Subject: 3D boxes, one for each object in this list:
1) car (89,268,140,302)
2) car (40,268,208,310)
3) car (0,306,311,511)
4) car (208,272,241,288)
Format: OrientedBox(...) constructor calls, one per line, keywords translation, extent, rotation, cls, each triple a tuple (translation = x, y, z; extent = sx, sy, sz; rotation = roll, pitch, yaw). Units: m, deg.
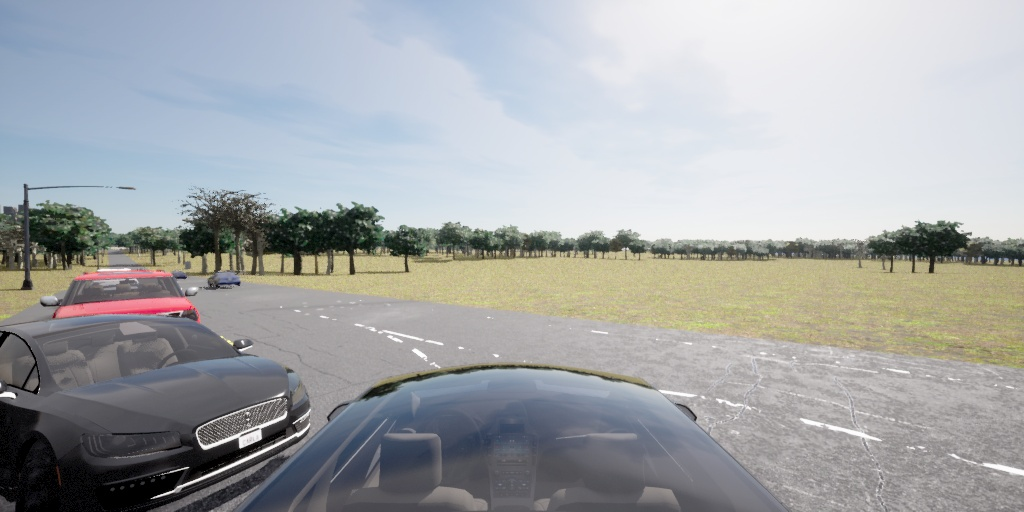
OrientedBox(translation=(-27.747, 1.890, 25.038), extent=(5.566, 2.045, 2.150), rotation=(-2, 0, 42), cls="car")
OrientedBox(translation=(-9.365, 1.386, 8.720), extent=(5.566, 2.045, 2.150), rotation=(-2, 0, 42), cls="car")
OrientedBox(translation=(-4.513, 1.445, 4.013), extent=(4.892, 1.490, 1.837), rotation=(-3, -3, 22), cls="car")
OrientedBox(translation=(-27.361, 2.232, 34.045), extent=(5.357, 1.411, 2.033), rotation=(-2, 0, 42), cls="car")
